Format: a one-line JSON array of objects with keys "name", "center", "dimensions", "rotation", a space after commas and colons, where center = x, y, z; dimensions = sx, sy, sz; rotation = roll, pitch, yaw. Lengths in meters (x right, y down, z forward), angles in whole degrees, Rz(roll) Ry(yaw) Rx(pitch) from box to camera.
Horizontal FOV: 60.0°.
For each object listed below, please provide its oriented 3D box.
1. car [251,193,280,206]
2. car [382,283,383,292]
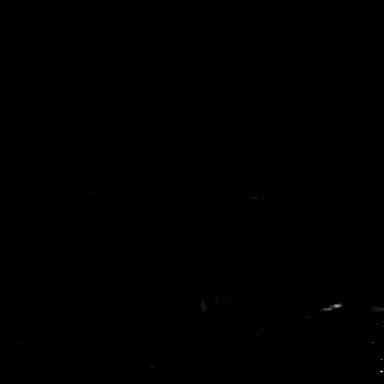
[{"name": "car", "center": [12.903, 1.284, 58.917], "dimensions": [2.150, 2.045, 5.566], "rotation": [2, -1, -35]}, {"name": "car", "center": [6.076, 1.651, 7.405], "dimensions": [4.181, 1.385, 1.994], "rotation": [1, 0, -35]}]
